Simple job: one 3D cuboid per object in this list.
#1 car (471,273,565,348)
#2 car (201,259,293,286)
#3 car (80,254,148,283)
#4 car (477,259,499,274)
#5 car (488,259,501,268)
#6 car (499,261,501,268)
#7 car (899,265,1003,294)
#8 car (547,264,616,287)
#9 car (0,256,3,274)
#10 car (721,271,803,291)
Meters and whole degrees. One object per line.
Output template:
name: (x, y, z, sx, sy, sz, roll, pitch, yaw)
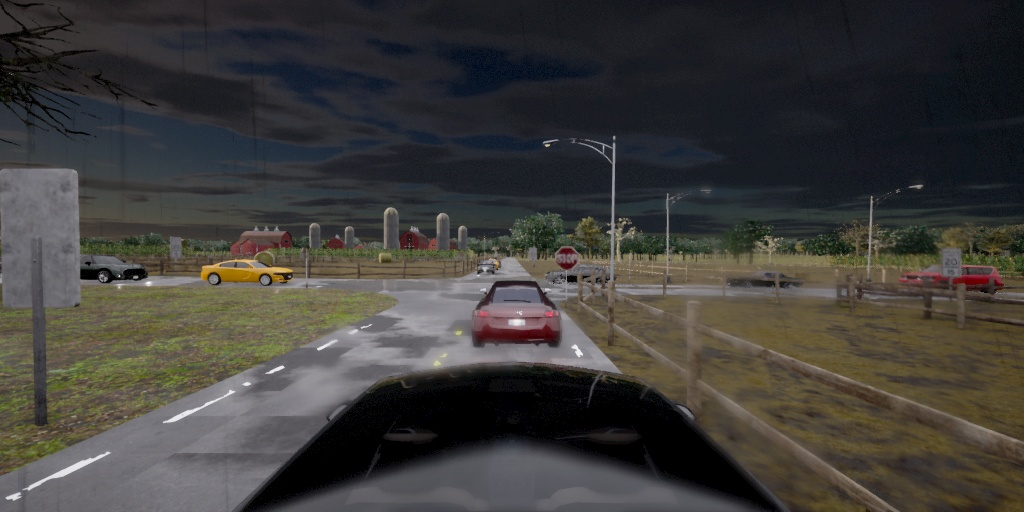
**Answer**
car: (0.098, 1.311, 9.250, 1.994, 1.385, 4.181, 0, 0, 0)
car: (-16.329, 0.979, 22.283, 5.008, 1.535, 1.882, 1, 1, 0)
car: (-25.575, 0.702, 22.229, 4.553, 1.767, 2.097, 1, 1, 0)
car: (-2.814, 1.210, 39.880, 2.128, 1.511, 4.902, 0, 0, -1)
car: (-2.835, 1.246, 60.050, 1.994, 1.385, 4.181, 0, 0, 0)
car: (-2.846, 1.180, 49.553, 1.882, 1.535, 5.008, 0, 0, 0)
car: (31.140, 1.633, 25.508, 5.566, 2.045, 2.150, 2, 1, 0)
car: (4.784, 1.328, 25.358, 4.902, 1.511, 2.128, 1, 1, 0)
car: (-34.758, 0.673, 25.123, 4.892, 1.490, 1.837, 1, 1, 0)
car: (17.612, 1.698, 25.438, 4.718, 1.301, 1.895, 1, 1, 0)
